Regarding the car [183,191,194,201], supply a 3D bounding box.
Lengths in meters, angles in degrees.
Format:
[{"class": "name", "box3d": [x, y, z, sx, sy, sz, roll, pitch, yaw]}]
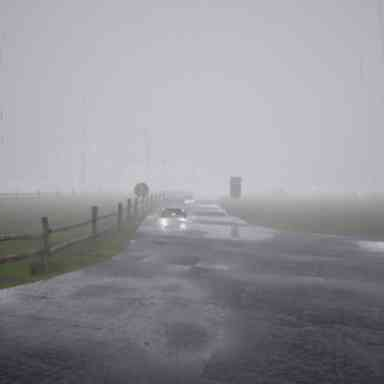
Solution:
[{"class": "car", "box3d": [-0.747, 0.568, 50.851, 1.994, 1.385, 4.181, 1, 1, 5]}]

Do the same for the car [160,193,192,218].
[{"class": "car", "box3d": [-1.345, 1.044, 24.841, 2.033, 1.411, 5.357, 1, 1, -3]}]
